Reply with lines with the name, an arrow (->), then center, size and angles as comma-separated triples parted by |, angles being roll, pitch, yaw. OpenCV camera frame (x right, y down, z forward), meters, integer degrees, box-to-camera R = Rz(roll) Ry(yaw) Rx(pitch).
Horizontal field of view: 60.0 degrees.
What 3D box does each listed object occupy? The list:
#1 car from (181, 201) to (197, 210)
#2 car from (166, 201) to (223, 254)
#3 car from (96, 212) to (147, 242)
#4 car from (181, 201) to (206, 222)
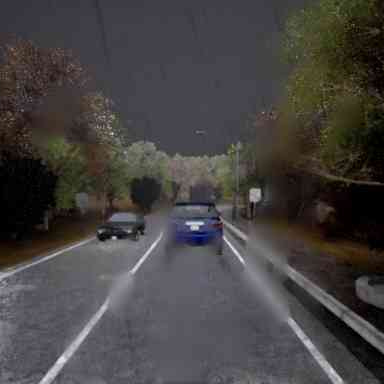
car -> -0.578, 2.405, 59.717 | 1.994, 1.385, 4.181 | 1, -1, 12
car -> 0.101, 1.400, 14.513 | 2.150, 2.045, 5.566 | 0, -1, 0
car -> -3.595, 1.778, 18.011 | 2.033, 1.411, 5.357 | 0, -1, 0
car -> 0.168, 1.783, 31.283 | 2.097, 1.767, 4.553 | 0, -1, 1
